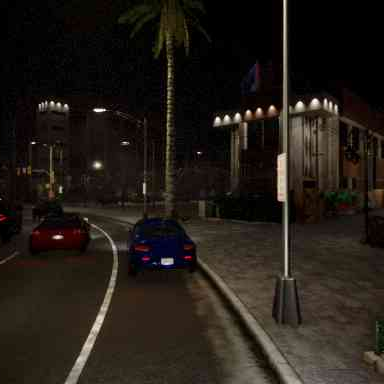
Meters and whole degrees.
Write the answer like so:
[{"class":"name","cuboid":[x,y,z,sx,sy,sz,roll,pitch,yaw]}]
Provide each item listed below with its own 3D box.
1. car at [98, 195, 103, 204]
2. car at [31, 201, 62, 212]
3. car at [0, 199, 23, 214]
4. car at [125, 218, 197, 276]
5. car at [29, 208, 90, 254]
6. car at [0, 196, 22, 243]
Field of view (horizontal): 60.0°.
[{"class":"car","cuboid":[-14.576,1.238,56.454,4.553,1.767,2.185,0,0,42]},{"class":"car","cuboid":[-11.599,1.492,26.639,1.837,1.490,4.892,0,0,-32]},{"class":"car","cuboid":[-20.451,1.543,36.656,4.181,1.385,1.994,0,0,44]},{"class":"car","cuboid":[-1.073,1.524,10.346,1.812,1.442,4.674,0,0,-12]},{"class":"car","cuboid":[-5.256,1.559,13.574,1.994,1.385,4.181,0,0,-16]},{"class":"car","cuboid":[-9.531,1.211,15.766,2.150,2.045,5.566,0,0,-21]}]
